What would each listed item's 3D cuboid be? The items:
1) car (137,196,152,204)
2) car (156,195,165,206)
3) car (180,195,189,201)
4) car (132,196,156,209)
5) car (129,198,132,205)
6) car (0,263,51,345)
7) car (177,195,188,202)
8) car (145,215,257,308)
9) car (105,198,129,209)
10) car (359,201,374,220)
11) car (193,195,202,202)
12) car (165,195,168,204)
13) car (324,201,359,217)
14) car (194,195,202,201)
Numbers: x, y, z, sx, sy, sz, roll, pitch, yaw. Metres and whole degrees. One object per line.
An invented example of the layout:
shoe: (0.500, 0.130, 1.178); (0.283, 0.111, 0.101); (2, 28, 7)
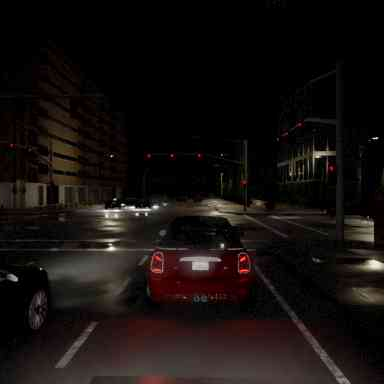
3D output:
car: (-9.472, 1.492, 67.166); (2.128, 1.511, 4.902); (0, 0, 2)
car: (-6.367, 1.492, 56.283); (2.128, 1.511, 4.902); (0, 0, 2)
car: (-1.956, 1.540, 83.937); (2.033, 1.411, 5.357); (0, 0, 2)
car: (-6.630, 1.564, 46.139); (1.994, 1.385, 4.181); (0, 0, 1)
car: (-9.928, 1.601, 54.441); (1.895, 1.301, 4.718); (0, 0, 2)
car: (-3.396, 1.492, 3.880); (2.128, 1.511, 4.902); (0, 0, 1)
car: (-2.253, 1.524, 73.850); (2.128, 1.511, 4.902); (0, 0, 2)
car: (0.220, 1.352, 8.109); (2.097, 1.767, 4.553); (0, 0, 2)
car: (-10.161, 1.564, 44.144); (1.994, 1.385, 4.181); (0, 0, 1)
car: (16.693, 1.603, 26.473); (5.357, 1.411, 2.033); (0, 0, 1)
car: (1.246, 1.478, 73.830); (1.882, 1.535, 5.008); (0, 0, 2)
car: (-6.018, 1.352, 66.115); (2.097, 1.767, 4.553); (0, 0, 2)
car: (14.506, 1.547, 30.020); (4.902, 1.511, 2.128); (0, 0, 1)
car: (1.547, 1.478, 83.984); (1.882, 1.535, 5.008); (0, 0, 2)
